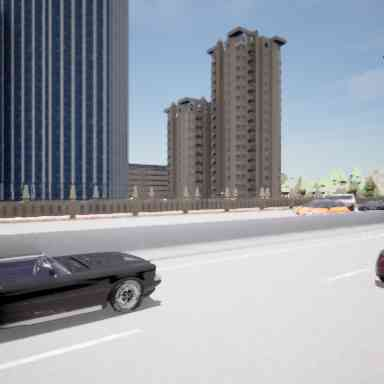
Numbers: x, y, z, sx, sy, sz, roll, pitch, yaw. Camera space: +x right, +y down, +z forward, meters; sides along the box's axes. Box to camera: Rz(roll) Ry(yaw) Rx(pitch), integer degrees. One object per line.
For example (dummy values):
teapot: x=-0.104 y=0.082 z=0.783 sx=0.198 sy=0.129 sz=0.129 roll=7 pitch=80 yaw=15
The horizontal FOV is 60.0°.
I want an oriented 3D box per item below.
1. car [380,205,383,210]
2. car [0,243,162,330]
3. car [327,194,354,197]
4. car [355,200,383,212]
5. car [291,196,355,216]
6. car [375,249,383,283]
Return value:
car: x=11.633 y=1.496 z=16.343 sx=4.902 sy=1.511 sz=2.128 roll=0 pitch=0 yaw=-35
car: x=-2.942 y=1.601 z=5.948 sx=4.718 sy=1.301 sz=1.895 roll=0 pitch=0 yaw=-35
car: x=15.985 y=1.242 z=36.878 sx=5.566 sy=2.045 sz=2.150 roll=0 pitch=0 yaw=-35
car: x=19.142 y=1.587 z=34.828 sx=4.181 sy=1.385 sz=1.994 roll=0 pitch=0 yaw=-35
car: x=8.996 y=1.357 z=23.304 sx=4.553 sy=1.767 sz=2.097 roll=0 pitch=0 yaw=-35
car: x=6.465 y=1.565 z=8.357 sx=4.181 sy=1.385 sz=1.994 roll=0 pitch=0 yaw=-35
